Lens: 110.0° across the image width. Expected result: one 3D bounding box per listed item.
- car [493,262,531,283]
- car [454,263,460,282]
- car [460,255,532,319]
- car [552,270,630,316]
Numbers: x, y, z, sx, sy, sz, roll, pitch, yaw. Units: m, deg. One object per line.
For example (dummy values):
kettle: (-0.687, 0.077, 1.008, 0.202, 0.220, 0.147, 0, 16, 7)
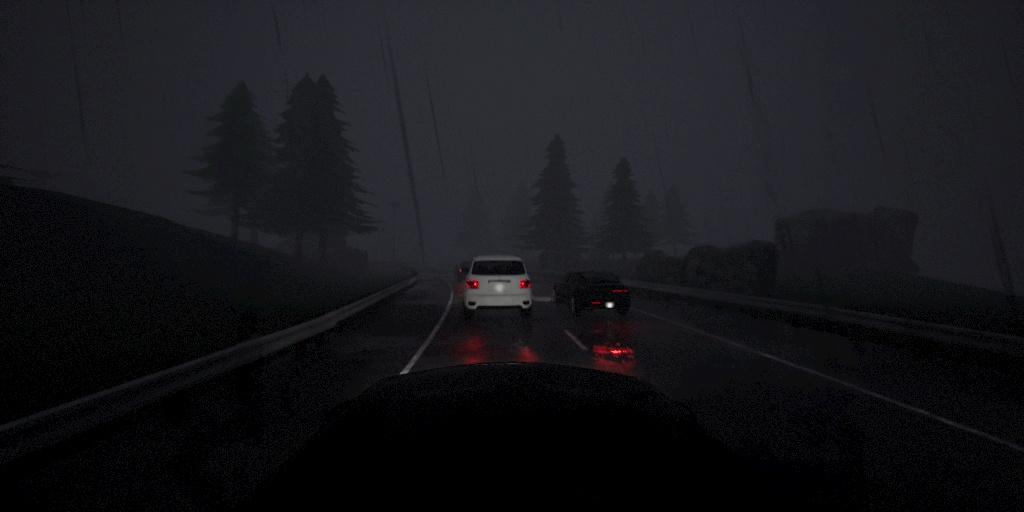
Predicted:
car: (-0.100, 1.297, 30.138, 2.128, 1.511, 4.902, 0, 0, -13)
car: (-3.691, 1.169, 30.051, 2.097, 1.767, 4.553, 0, 0, -13)
car: (-0.641, 0.996, 13.152, 2.150, 2.045, 5.566, 0, 0, -6)
car: (2.792, 1.269, 13.538, 1.837, 1.490, 4.892, 0, 0, -6)
